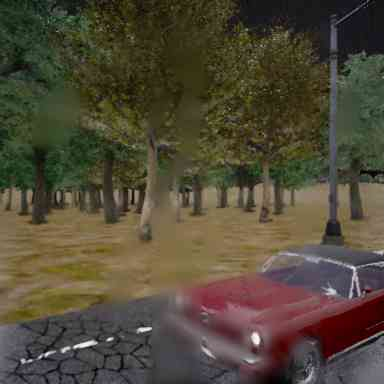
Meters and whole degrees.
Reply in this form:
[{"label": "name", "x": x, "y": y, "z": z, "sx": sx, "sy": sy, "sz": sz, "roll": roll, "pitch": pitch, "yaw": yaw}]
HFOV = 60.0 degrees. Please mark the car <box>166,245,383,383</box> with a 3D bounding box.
[{"label": "car", "x": 1.986, "y": 1.619, "z": 5.286, "sx": 4.718, "sy": 1.301, "sz": 1.895, "roll": 0, "pitch": 0, "yaw": -35}]
